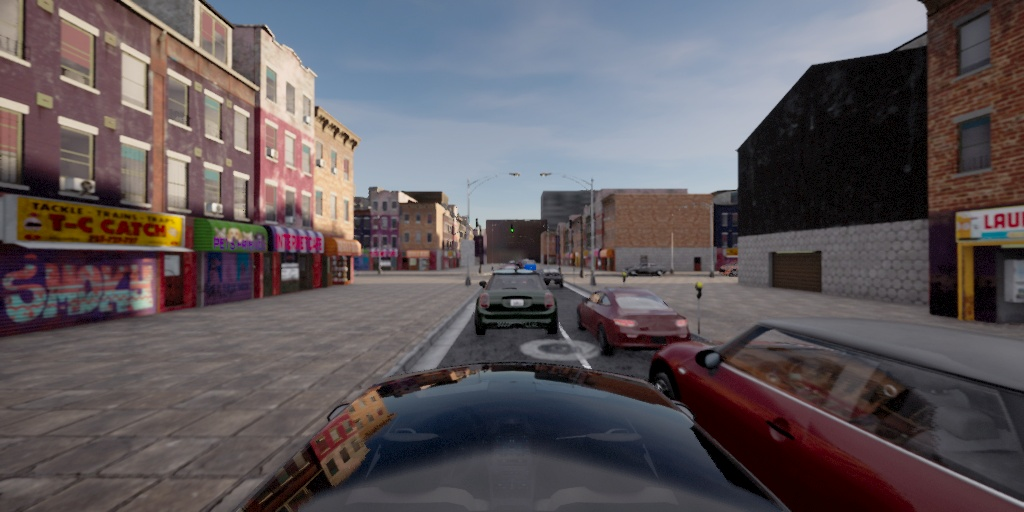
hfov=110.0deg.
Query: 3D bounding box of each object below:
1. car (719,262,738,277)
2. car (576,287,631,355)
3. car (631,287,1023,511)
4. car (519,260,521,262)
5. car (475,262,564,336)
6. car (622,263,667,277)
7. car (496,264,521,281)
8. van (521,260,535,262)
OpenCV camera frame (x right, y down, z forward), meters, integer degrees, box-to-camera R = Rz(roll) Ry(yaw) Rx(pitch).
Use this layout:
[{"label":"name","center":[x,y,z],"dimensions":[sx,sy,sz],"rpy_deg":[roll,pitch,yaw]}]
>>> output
[{"label":"car","center":[25.967,1.407,40.554],"dimensions":[4.553,1.767,2.097],"rpy_deg":[0,0,0]},{"label":"car","center":[2.639,1.377,8.525],"dimensions":[1.802,1.307,4.207],"rpy_deg":[0,0,0]},{"label":"car","center":[2.638,1.197,2.846],"dimensions":[1.967,1.591,4.097],"rpy_deg":[0,0,0]},{"label":"car","center":[2.654,1.648,58.038],"dimensions":[1.967,1.591,4.097],"rpy_deg":[0,0,0]},{"label":"car","center":[0.075,1.163,10.784],"dimensions":[2.097,1.767,4.553],"rpy_deg":[0,0,-1]},{"label":"car","center":[14.996,1.548,40.609],"dimensions":[4.902,1.511,2.128],"rpy_deg":[0,0,0]},{"label":"car","center":[-0.393,1.529,34.142],"dimensions":[1.812,1.442,4.674],"rpy_deg":[0,-1,-8]},{"label":"van","center":[2.652,1.500,52.563],"dimensions":[1.690,1.789,3.998],"rpy_deg":[0,0,0]}]
